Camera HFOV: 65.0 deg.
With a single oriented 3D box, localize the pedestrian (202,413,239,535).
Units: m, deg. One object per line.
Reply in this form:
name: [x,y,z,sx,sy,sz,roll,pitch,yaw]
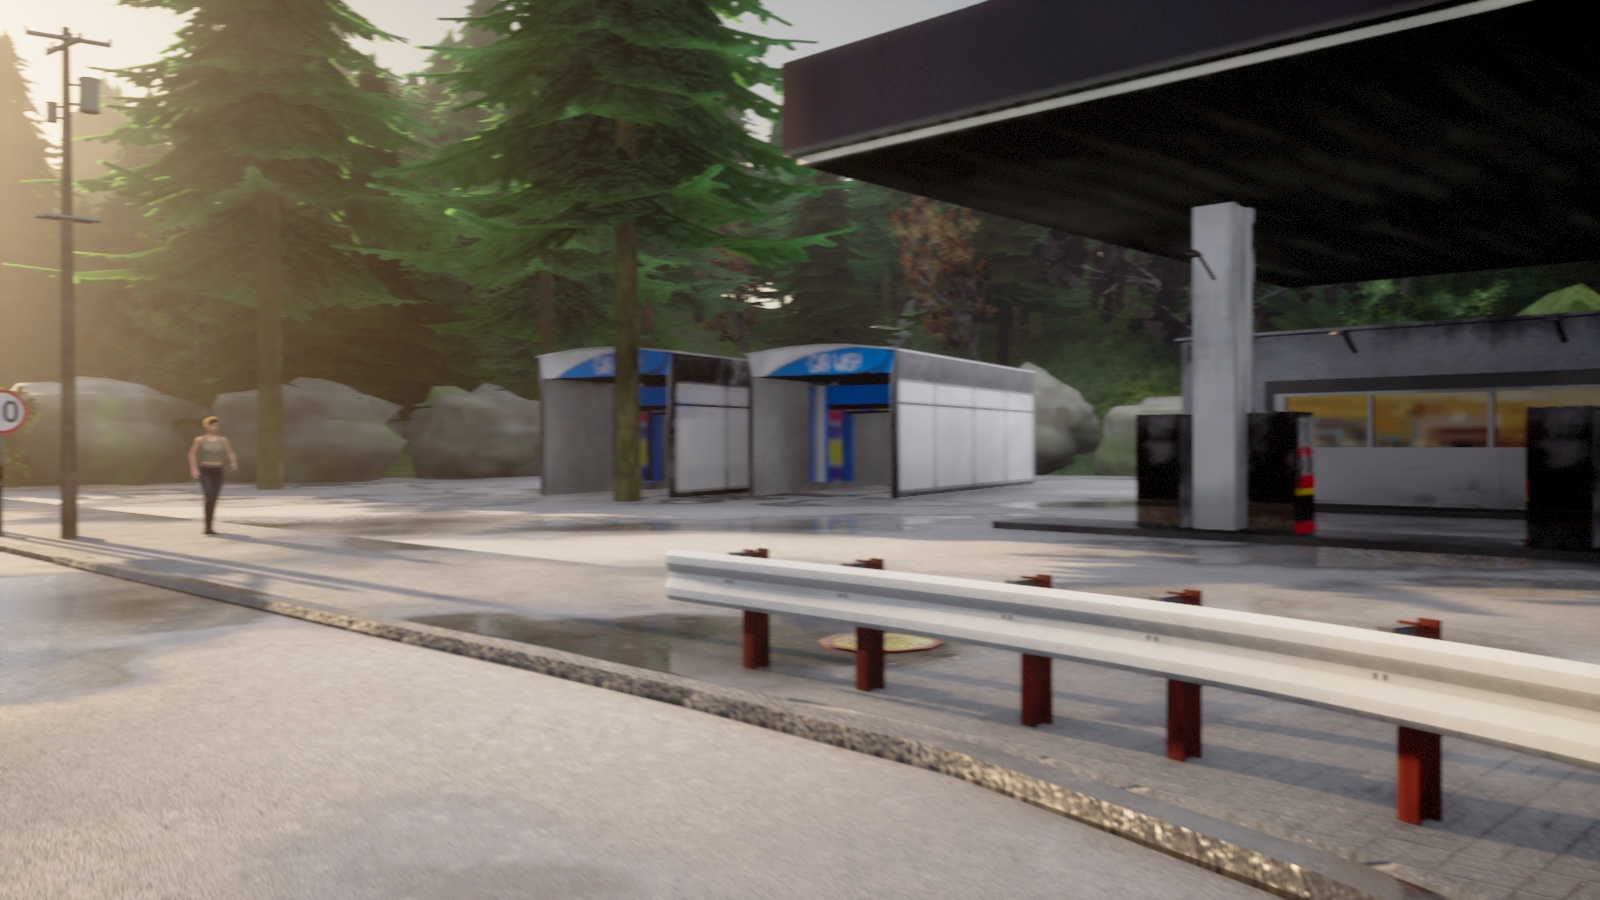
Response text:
pedestrian: [-8.855,0.362,19.180,0.345,1.836,0.594,0,0,-41]
